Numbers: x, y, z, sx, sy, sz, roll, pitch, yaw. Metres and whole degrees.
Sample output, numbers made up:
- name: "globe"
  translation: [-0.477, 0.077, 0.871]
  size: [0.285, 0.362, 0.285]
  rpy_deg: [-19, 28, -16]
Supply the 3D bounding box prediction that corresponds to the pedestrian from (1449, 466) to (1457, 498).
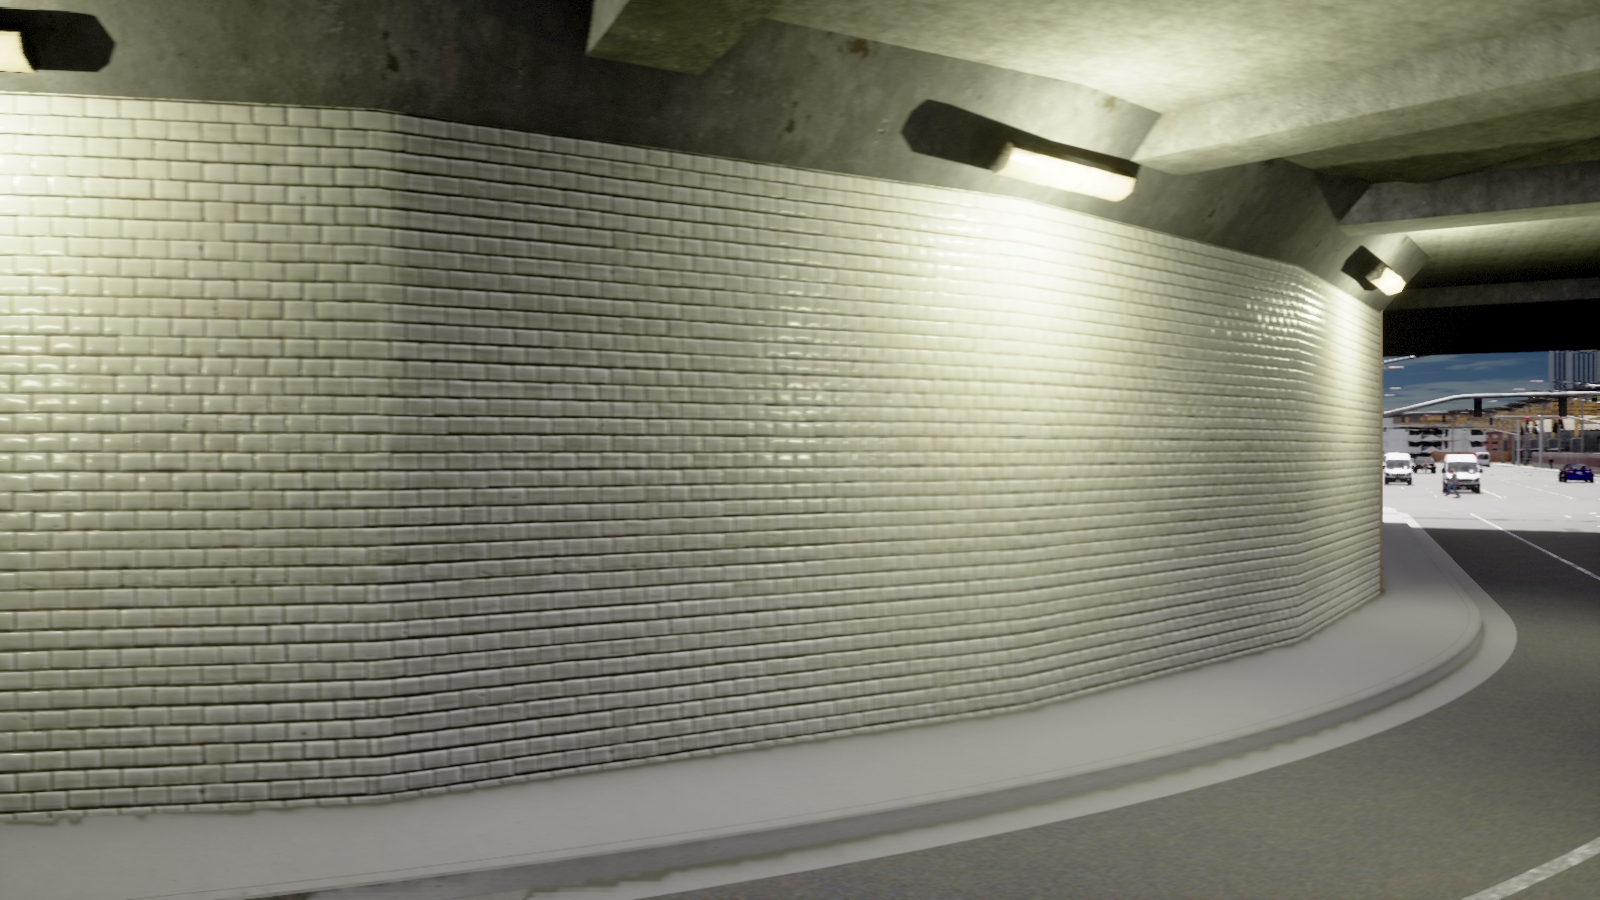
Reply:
- name: "pedestrian"
  translation: [38.632, 1.904, 67.633]
  size: [0.375, 1.860, 0.375]
  rpy_deg: [0, 0, 26]
